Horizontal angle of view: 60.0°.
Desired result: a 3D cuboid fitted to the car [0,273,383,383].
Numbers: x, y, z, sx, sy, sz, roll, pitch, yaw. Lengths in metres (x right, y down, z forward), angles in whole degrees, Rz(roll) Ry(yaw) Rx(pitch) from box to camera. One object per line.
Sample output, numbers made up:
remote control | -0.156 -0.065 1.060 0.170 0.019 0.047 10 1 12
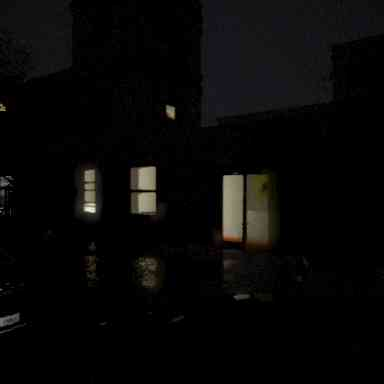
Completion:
car | 0.272 1.572 2.672 4.313 1.339 1.947 0 1 36

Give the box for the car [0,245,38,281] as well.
car | -4.346 1.586 5.975 4.403 1.369 2.008 0 1 36
